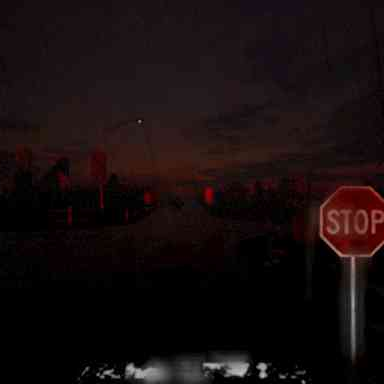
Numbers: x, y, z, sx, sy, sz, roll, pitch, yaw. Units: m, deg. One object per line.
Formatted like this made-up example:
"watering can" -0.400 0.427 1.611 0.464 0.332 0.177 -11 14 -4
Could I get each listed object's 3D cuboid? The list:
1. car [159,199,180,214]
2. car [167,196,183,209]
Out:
"car" -2.829 1.839 39.380 2.033 1.411 5.357 0 0 0
"car" -2.825 1.605 50.349 2.150 2.045 5.566 0 0 0
